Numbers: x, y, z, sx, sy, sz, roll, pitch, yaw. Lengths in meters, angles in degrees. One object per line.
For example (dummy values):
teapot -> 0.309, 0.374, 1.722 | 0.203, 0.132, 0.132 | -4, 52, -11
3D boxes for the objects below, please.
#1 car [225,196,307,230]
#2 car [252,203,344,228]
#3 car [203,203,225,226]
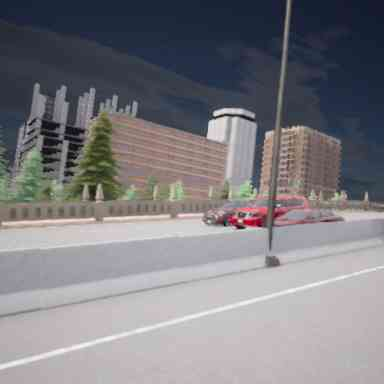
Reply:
car -> 4.979, 1.282, 20.436 | 5.566, 2.045, 2.150 | 0, 0, -36
car -> 5.575, 1.532, 16.569 | 5.008, 1.535, 1.882 | 0, 0, -36
car -> 2.954, 1.414, 23.298 | 4.553, 1.767, 2.097 | 0, 0, -35
